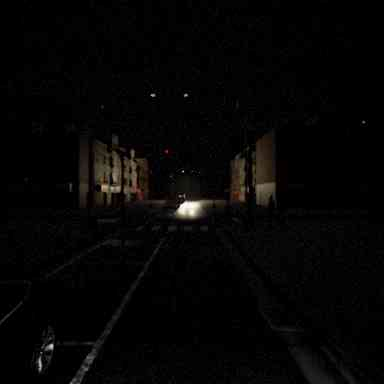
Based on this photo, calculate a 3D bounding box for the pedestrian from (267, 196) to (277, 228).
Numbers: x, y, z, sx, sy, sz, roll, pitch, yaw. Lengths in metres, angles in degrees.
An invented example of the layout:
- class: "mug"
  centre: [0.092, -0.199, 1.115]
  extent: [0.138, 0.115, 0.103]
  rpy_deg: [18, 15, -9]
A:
- class: "pedestrian"
  centre: [4.508, 1.144, 19.098]
  extent: [0.375, 1.860, 0.375]
  rpy_deg: [0, 0, 0]

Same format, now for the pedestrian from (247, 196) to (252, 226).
- class: "pedestrian"
  centre: [3.492, 1.151, 20.298]
  extent: [0.375, 1.860, 0.375]
  rpy_deg: [0, 0, 0]

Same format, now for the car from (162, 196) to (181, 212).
- class: "car"
  centre: [-2.637, 1.575, 40.390]
  extent: [1.752, 1.417, 4.829]
  rpy_deg: [0, 0, 0]

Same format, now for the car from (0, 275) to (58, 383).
- class: "car"
  centre: [-2.631, 1.567, 2.790]
  extent: [1.947, 1.339, 4.313]
  rpy_deg: [0, 0, 0]

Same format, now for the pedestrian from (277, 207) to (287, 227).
- class: "pedestrian"
  centre: [5.338, 1.405, 19.696]
  extent: [0.375, 1.300, 0.375]
  rpy_deg: [0, 0, 0]

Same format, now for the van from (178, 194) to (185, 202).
- class: "van"
  centre: [-2.642, 1.538, 85.403]
  extent: [1.690, 1.788, 3.998]
  rpy_deg: [0, 0, 0]

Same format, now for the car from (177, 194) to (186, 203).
- class: "car"
  centre: [-2.640, 1.554, 62.981]
  extent: [1.967, 1.590, 4.097]
  rpy_deg: [0, 0, 0]

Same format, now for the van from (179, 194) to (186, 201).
- class: "van"
  centre: [-2.643, 1.561, 91.009]
  extent: [1.690, 1.788, 3.998]
  rpy_deg: [0, 0, 0]

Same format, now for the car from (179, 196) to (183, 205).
- class: "car"
  centre: [-2.637, 1.609, 46.165]
  extent: [1.887, 1.381, 4.507]
  rpy_deg: [0, 0, 0]

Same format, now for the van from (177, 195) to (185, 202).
- class: "van"
  centre: [-2.641, 1.516, 79.798]
  extent: [1.690, 1.788, 3.998]
  rpy_deg: [0, 0, 0]
